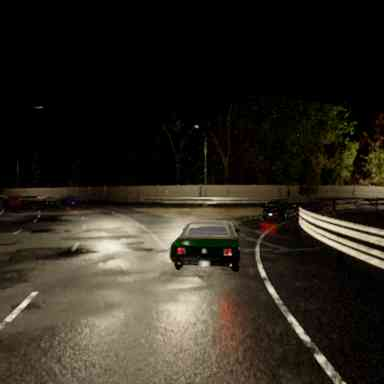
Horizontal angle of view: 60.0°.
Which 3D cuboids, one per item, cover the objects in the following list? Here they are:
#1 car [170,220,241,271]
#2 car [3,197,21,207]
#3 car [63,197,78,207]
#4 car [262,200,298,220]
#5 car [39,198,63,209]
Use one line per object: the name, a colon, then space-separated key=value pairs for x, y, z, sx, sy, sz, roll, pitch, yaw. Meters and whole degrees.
car: x=0.619 y=1.577 z=10.895 sx=1.895 sy=1.301 sz=4.718 roll=0 pitch=0 yaw=7
car: x=-27.263 y=1.456 z=50.406 sx=1.994 sy=1.385 sz=4.181 roll=0 pitch=0 yaw=-35
car: x=-18.433 y=1.418 z=49.898 sx=1.812 sy=1.442 sz=4.674 roll=0 pitch=0 yaw=-33
car: x=7.375 y=1.445 z=27.679 sx=1.837 sy=1.490 sz=4.892 roll=-1 pitch=0 yaw=33
car: x=-19.153 y=1.451 z=44.554 sx=2.033 sy=1.411 sz=5.357 roll=0 pitch=0 yaw=-31
